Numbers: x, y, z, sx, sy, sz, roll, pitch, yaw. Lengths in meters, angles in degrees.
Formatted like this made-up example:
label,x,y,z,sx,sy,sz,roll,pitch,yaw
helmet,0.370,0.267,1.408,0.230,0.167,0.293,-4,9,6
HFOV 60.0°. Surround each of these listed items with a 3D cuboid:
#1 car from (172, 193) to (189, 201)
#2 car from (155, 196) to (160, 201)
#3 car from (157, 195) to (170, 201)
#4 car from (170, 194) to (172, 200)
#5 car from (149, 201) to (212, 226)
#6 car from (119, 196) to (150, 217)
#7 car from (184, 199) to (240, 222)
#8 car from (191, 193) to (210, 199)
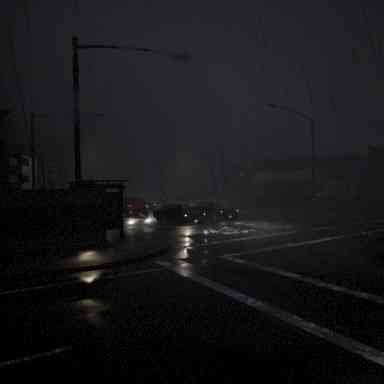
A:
label,x,y,z,sx,sy,sz,roll,pitch,yaw
car,-1.880,0.977,60.985,1.882,1.535,5.008,-1,1,8
car,-5.772,1.458,37.625,1.895,1.301,4.718,-1,1,-31
car,-5.410,1.198,58.140,1.895,1.301,4.718,-1,1,-1
car,-3.632,1.011,67.804,1.994,1.385,4.181,-1,1,25
car,-0.923,1.549,23.203,1.895,1.301,4.718,-1,1,-33
car,-5.634,1.291,30.737,2.097,1.767,4.553,-1,1,-31
car,1.569,1.472,25.795,1.895,1.301,4.718,-1,1,-32
car,1.845,0.910,70.525,1.895,1.301,4.718,-1,1,36
